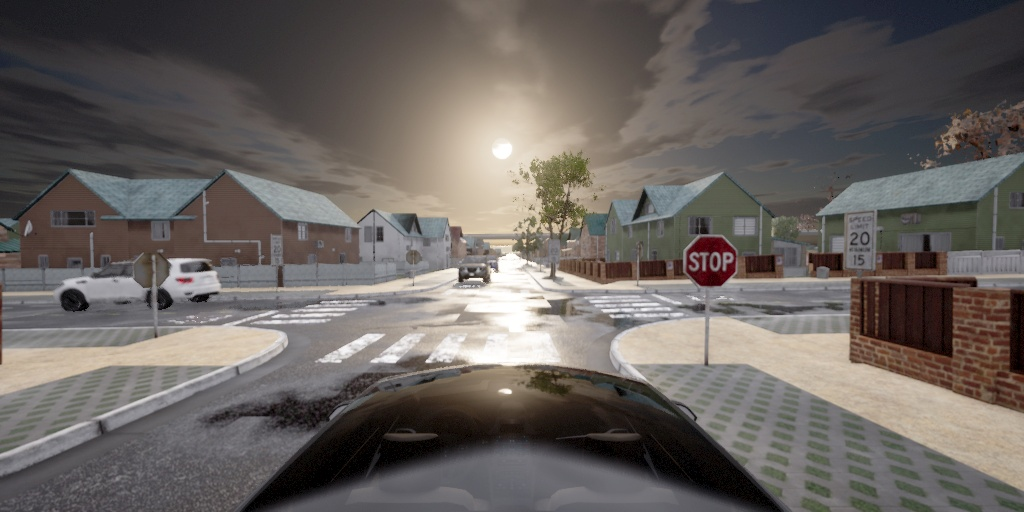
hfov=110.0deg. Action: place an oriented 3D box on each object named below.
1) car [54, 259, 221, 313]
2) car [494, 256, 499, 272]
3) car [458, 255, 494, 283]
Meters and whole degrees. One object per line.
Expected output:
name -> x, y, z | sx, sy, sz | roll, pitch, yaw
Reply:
car -> -15.779, 1.171, 15.341 | 5.566, 2.045, 2.150 | -1, 2, -2
car -> -2.842, 0.972, 46.842 | 2.150, 2.045, 5.566 | 0, 0, 0
car -> -2.851, 0.972, 28.128 | 2.150, 2.045, 5.566 | 0, 0, 0
